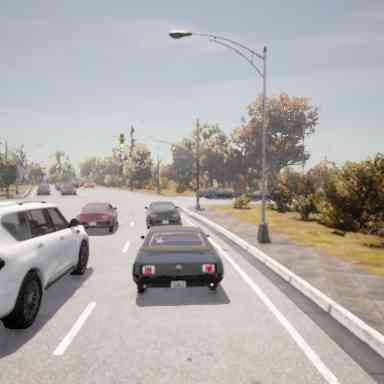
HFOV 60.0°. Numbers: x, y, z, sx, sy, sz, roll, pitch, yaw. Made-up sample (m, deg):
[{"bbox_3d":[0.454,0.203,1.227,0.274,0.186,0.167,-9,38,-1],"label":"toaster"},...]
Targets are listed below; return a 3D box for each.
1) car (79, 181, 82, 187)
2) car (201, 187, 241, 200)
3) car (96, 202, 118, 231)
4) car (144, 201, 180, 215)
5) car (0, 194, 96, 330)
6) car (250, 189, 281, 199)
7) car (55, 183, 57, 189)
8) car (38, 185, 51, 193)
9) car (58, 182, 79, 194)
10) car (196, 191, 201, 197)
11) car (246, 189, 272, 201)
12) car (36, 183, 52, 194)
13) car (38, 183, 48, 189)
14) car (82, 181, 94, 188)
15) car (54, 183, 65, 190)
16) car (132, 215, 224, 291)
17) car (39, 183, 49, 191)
[{"bbox_3d":[-28.806,-1.624,81.439,1.882,1.535,5.008,-1,3,-25],"label":"car"},{"bbox_3d":[4.074,0.305,44.469,4.718,1.301,1.895,0,2,-21],"label":"car"},{"bbox_3d":[-5.123,1.269,18.220,1.812,1.442,4.674,0,2,-9],"label":"car"},{"bbox_3d":[-1.695,1.242,18.839,1.812,1.442,4.674,0,2,-9],"label":"car"},{"bbox_3d":[-3.807,1.203,6.954,2.150,2.045,5.566,0,1,-4],"label":"car"},{"bbox_3d":[11.247,0.255,51.037,4.181,1.385,1.994,2,2,-20],"label":"car"},{"bbox_3d":[-26.826,-1.197,68.835,2.097,1.767,4.553,-1,3,-25],"label":"car"},{"bbox_3d":[-26.463,-0.571,59.571,1.994,1.385,4.181,-1,3,-24],"label":"car"},{"bbox_3d":[-19.154,-0.409,51.566,2.097,1.767,4.553,-1,3,-23],"label":"car"},{"bbox_3d":[2.952,0.058,47.780,4.892,1.490,1.837,0,2,-22],"label":"car"},{"bbox_3d":[9.356,0.506,42.578,4.718,1.301,1.895,1,2,-21],"label":"car"},{"bbox_3d":[-22.908,-0.251,51.414,1.837,1.490,4.892,-1,3,-23],"label":"car"},{"bbox_3d":[-34.720,-1.372,77.559,1.994,1.385,4.181,-1,3,-25],"label":"car"},{"bbox_3d":[-25.791,-1.825,83.251,2.097,1.767,4.553,-1,3,-25],"label":"car"},{"bbox_3d":[-31.063,-1.421,77.989,2.128,1.511,4.902,-1,3,-25],"label":"car"},{"bbox_3d":[-0.444,1.551,8.929,1.895,1.301,4.718,0,1,-4],"label":"car"},{"bbox_3d":[-30.553,-1.058,68.559,1.882,1.535,5.008,-1,3,-25],"label":"car"}]
